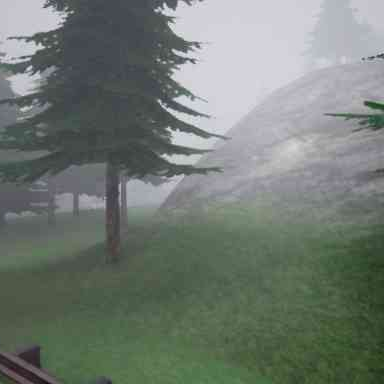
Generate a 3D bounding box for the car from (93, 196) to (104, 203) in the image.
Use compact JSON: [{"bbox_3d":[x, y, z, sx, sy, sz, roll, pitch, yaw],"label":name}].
[{"bbox_3d":[-17.058,1.384,60.443,1.895,1.301,4.718,0,0,-15],"label":"car"}]
